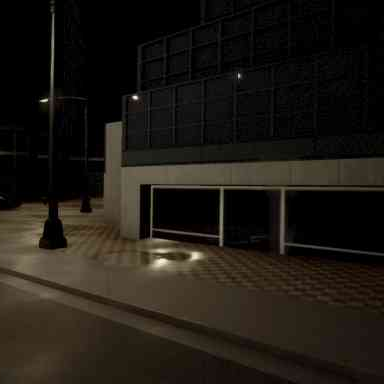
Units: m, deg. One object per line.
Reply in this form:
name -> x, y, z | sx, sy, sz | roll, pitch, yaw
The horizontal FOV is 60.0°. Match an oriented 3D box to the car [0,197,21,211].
car -> -18.734, 1.125, 31.027 | 1.895, 1.301, 4.718 | 1, 1, 36
